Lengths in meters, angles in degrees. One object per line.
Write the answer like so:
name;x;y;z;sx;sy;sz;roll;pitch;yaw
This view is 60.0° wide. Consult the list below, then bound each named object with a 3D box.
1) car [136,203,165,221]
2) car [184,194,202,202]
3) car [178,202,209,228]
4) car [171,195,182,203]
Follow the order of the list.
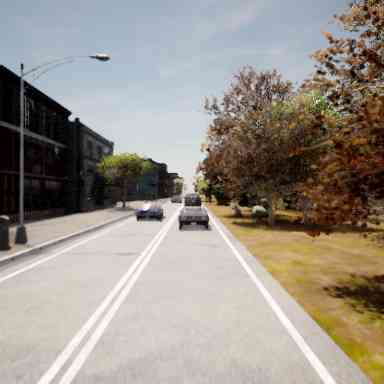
car;-3.338;1.596;26.998;1.895;1.301;4.718;0;0;0
car;0.116;1.212;42.755;2.150;2.045;5.566;0;0;0
car;0.107;1.598;22.065;1.895;1.301;4.718;0;0;0
car;-3.181;1.449;68.661;2.097;1.767;4.553;0;0;0
